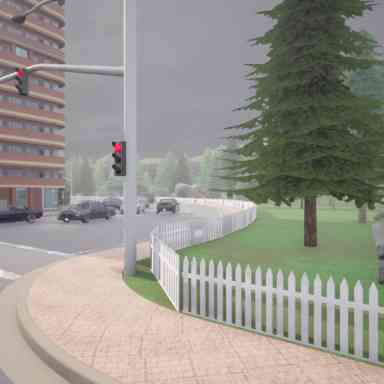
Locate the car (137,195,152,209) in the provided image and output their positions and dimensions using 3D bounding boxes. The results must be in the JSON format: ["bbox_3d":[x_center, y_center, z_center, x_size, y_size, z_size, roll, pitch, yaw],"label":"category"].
[{"bbox_3d":[-6.897,1.470,44.895,1.812,1.442,4.674,0,0,-13],"label":"car"}]

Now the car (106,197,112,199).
[{"bbox_3d":[-9.853,1.492,31.812,2.033,1.411,5.357,0,0,8],"label":"car"}]

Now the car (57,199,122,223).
[{"bbox_3d":[-7.768,1.492,25.260,2.033,1.411,5.357,0,0,17],"label":"car"}]

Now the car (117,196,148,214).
[{"bbox_3d":[-6.140,1.470,34.704,1.812,1.442,4.674,0,0,3],"label":"car"}]

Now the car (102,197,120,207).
[{"bbox_3d":[-12.621,1.508,51.542,1.994,1.385,4.181,0,0,-24],"label":"car"}]

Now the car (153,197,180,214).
[{"bbox_3d":[-2.432,1.449,34.387,1.837,1.490,4.892,1,0,5],"label":"car"}]

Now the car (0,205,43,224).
[{"bbox_3d":[-12.653,1.545,22.578,1.895,1.301,4.718,0,0,23],"label":"car"}]

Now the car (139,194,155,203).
[{"bbox_3d":[-9.380,1.492,60.504,2.033,1.411,5.357,0,0,-34],"label":"car"}]

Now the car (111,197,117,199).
[{"bbox_3d":[-9.767,1.492,41.886,2.033,1.411,5.357,0,0,-7],"label":"car"}]
